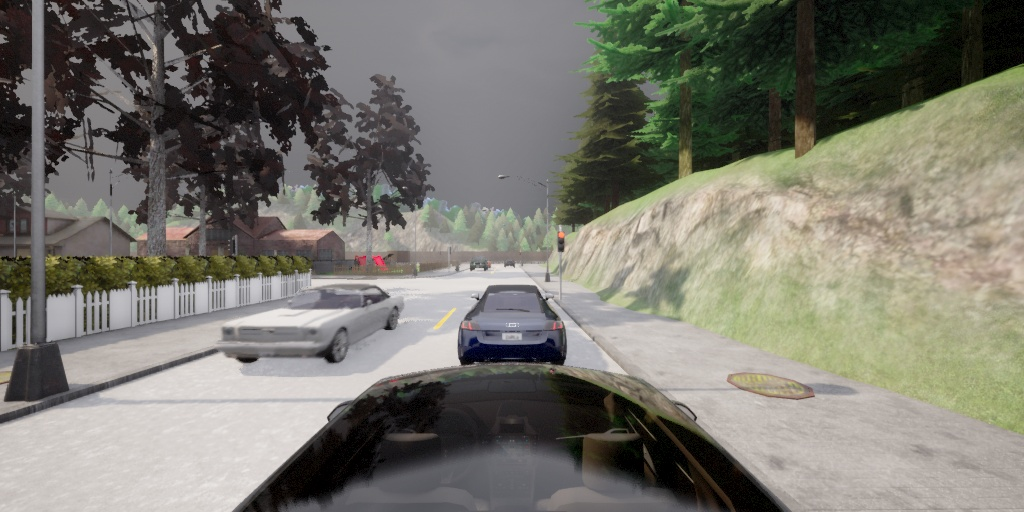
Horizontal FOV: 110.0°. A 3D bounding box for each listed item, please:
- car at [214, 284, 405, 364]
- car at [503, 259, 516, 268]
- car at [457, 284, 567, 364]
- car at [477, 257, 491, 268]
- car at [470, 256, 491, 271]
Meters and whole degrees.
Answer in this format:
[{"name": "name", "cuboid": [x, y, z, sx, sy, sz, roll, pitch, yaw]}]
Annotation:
[{"name": "car", "cuboid": [-4.068, 1.351, 8.227, 1.895, 1.301, 4.718, 0, 0, 1]}, {"name": "car", "cuboid": [-0.432, 1.255, 62.988, 1.837, 1.490, 4.892, 0, 0, 0]}, {"name": "car", "cuboid": [0.008, 1.314, 7.986, 1.994, 1.385, 4.181, 0, 0, 0]}, {"name": "car", "cuboid": [-4.579, 1.102, 59.301, 2.097, 1.767, 4.553, 0, 0, 0]}, {"name": "car", "cuboid": [-4.513, 0.972, 49.473, 2.150, 2.045, 5.566, 0, 0, 0]}]
